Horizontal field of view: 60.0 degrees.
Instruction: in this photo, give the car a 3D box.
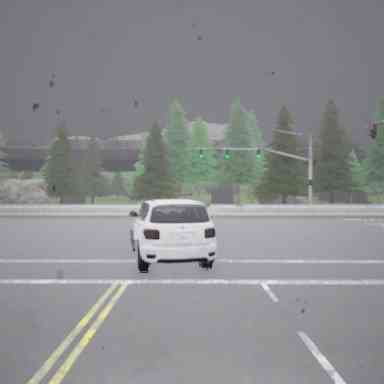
[{"bbox_3d":[-0.832,1.237,11.178,2.150,2.045,5.566,0,0,-13],"label":"car"}]
